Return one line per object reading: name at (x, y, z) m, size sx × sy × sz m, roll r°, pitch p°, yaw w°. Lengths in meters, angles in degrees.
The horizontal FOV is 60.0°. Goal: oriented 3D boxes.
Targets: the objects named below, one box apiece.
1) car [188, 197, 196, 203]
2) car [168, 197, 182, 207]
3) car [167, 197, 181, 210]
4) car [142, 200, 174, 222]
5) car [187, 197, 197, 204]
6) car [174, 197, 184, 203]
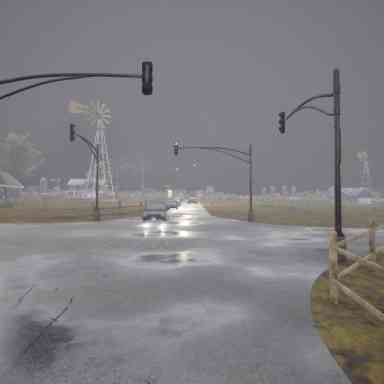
car at (-0.035, 1.859, 79.154) m, size 1.812 × 1.442 × 4.674 m, roll 0°, pitch 0°, yaw 0°
car at (-2.863, 1.680, 57.631) m, size 2.128 × 1.511 × 4.902 m, roll 0°, pitch 0°, yaw 0°
car at (-2.873, 1.685, 44.936) m, size 1.994 × 1.385 × 4.181 m, roll 0°, pitch 0°, yaw 0°
car at (-2.769, 1.590, 26.577) m, size 2.033 × 1.411 × 5.357 m, roll 0°, pitch 0°, yaw 0°
car at (0.062, 1.788, 69.141) m, size 1.812 × 1.442 × 4.674 m, roll 0°, pitch 0°, yaw 0°
car at (-2.784, 1.792, 73.065) m, size 1.895 × 1.301 × 4.718 m, roll 0°, pitch 0°, yaw 0°
